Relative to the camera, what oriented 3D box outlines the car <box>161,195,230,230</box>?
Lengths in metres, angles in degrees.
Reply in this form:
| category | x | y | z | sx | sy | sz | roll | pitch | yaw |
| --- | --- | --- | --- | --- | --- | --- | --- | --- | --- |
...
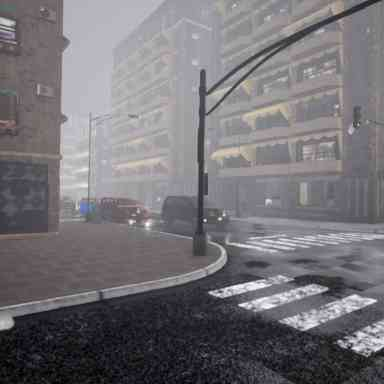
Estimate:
| category | x | y | z | sx | sy | sz | roll | pitch | yaw |
| --- | --- | --- | --- | --- | --- | --- | --- | --- | --- |
| car | 0.046 | 1.249 | 21.846 | 2.150 | 2.045 | 5.566 | 1 | -1 | -36 |

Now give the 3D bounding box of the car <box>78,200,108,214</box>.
| category | x | y | z | sx | sy | sz | roll | pitch | yaw |
| --- | --- | --- | --- | --- | --- | --- | --- | --- | --- |
| car | -11.354 | 1.658 | 37.913 | 1.994 | 1.385 | 4.181 | 1 | -1 | -35 |

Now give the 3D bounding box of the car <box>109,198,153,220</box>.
| category | x | y | z | sx | sy | sz | roll | pitch | yaw |
| --- | --- | --- | --- | --- | --- | --- | --- | --- | --- |
| car | -5.525 | 1.410 | 29.693 | 2.097 | 1.767 | 4.553 | 1 | -1 | -35 |

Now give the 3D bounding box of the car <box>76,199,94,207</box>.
| category | x | y | z | sx | sy | sz | roll | pitch | yaw |
| --- | --- | --- | --- | --- | --- | --- | --- | --- | --- |
| car | -18.504 | 1.867 | 57.290 | 1.802 | 1.307 | 4.206 | 1 | -1 | -35 |

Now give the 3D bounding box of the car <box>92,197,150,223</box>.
| category | x | y | z | sx | sy | sz | roll | pitch | yaw |
| --- | --- | --- | --- | --- | --- | --- | --- | --- | --- |
| car | -5.545 | 1.310 | 25.458 | 2.192 | 1.841 | 5.009 | 1 | -1 | -35 |

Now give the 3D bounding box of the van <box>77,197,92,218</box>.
| category | x | y | z | sx | sy | sz | roll | pitch | yaw |
| --- | --- | --- | --- | --- | --- | --- | --- | --- | --- |
| van | -8.775 | 1.354 | 30.003 | 1.690 | 1.788 | 3.998 | 1 | -1 | -35 |

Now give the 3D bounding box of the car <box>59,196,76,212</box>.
| category | x | y | z | sx | sy | sz | roll | pitch | yaw |
| --- | --- | --- | --- | --- | --- | --- | --- | --- | --- |
| car | -15.234 | 1.368 | 39.094 | 2.192 | 1.841 | 5.009 | 1 | -1 | -35 |
